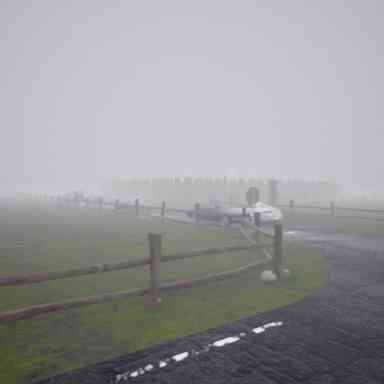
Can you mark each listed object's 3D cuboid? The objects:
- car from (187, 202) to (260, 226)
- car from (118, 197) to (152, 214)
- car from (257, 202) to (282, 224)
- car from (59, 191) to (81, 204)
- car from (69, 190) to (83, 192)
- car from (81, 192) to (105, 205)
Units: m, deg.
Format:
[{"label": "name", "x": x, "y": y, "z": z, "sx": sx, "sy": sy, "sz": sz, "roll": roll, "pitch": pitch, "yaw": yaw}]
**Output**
[{"label": "car", "x": 1.722, "y": 1.433, "z": 21.192, "sx": 1.895, "sy": 1.301, "sz": 4.718, "roll": 1, "pitch": 0, "yaw": -36}, {"label": "car", "x": -5.519, "y": 1.231, "z": 31.281, "sx": 1.812, "sy": 1.442, "sz": 4.674, "roll": 1, "pitch": 0, "yaw": -36}, {"label": "car", "x": 4.013, "y": 1.398, "z": 22.895, "sx": 1.812, "sy": 1.442, "sz": 4.674, "roll": 1, "pitch": 0, "yaw": -36}, {"label": "car", "x": -18.156, "y": 0.987, "z": 49.032, "sx": 1.837, "sy": 1.490, "sz": 4.892, "roll": 1, "pitch": 0, "yaw": -35}, {"label": "car", "x": -19.928, "y": 0.668, "z": 56.233, "sx": 2.150, "sy": 2.045, "sz": 5.566, "roll": 1, "pitch": 0, "yaw": -36}, {"label": "car", "x": -14.069, "y": 1.057, "z": 48.165, "sx": 1.837, "sy": 1.490, "sz": 4.892, "roll": 1, "pitch": 0, "yaw": -35}]
